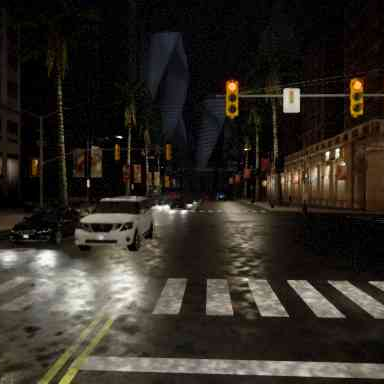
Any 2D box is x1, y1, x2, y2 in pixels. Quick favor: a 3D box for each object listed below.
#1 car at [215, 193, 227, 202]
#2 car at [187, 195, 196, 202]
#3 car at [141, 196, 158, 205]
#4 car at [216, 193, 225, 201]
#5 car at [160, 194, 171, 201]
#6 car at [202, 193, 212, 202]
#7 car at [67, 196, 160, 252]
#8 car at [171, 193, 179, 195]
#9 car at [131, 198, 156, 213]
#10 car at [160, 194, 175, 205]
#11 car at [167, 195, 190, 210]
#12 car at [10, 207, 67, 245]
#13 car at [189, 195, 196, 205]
[{"bbox_3d":[7.074,1.522,78.017,2.128,1.511,4.902,0,0,2],"label":"car"},{"bbox_3d":[-0.099,1.500,74.063,1.837,1.490,4.892,0,0,3],"label":"car"},{"bbox_3d":[-7.505,1.513,59.369,2.161,1.482,4.786,0,0,2],"label":"car"},{"bbox_3d":[7.433,1.217,88.091,2.150,2.045,5.566,0,0,2],"label":"car"},{"bbox_3d":[-6.417,1.354,81.273,2.185,1.767,4.553,0,0,2],"label":"car"},{"bbox_3d":[3.565,1.224,77.812,2.150,2.045,5.566,0,0,2],"label":"car"},{"bbox_3d":[-3.011,1.221,14.263,2.150,2.045,5.566,0,0,3],"label":"car"},{"bbox_3d":[-3.723,1.225,71.569,2.150,2.045,5.566,0,0,3],"label":"car"},{"bbox_3d":[-5.411,1.477,37.806,1.882,1.535,5.008,0,0,3],"label":"car"},{"bbox_3d":[-4.547,1.492,56.132,2.128,1.511,4.902,0,0,3],"label":"car"},{"bbox_3d":[-1.696,1.505,42.339,1.837,1.490,4.892,0,0,3],"label":"car"},{"bbox_3d":[-6.443,1.505,15.546,1.837,1.490,4.892,0,0,3],"label":"car"},{"bbox_3d":[-0.900,1.564,59.004,1.994,1.385,4.181,0,0,3],"label":"car"}]
